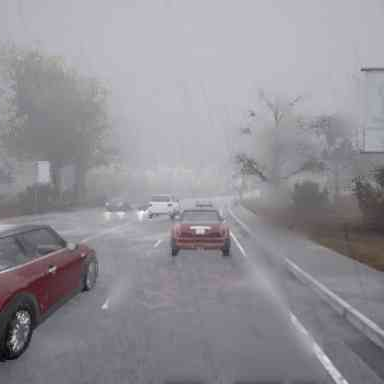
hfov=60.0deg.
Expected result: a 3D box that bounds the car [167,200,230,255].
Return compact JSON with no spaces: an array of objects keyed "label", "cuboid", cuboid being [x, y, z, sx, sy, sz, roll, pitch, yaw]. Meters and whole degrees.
[{"label":"car","cuboid":[0.350,1.363,13.491,2.097,1.767,4.553,0,0,2]}]

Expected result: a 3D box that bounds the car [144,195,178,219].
[{"label":"car","cuboid":[-2.428,1.244,29.602,2.150,2.045,5.566,0,0,3]}]

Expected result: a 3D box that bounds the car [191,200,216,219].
[{"label":"car","cuboid":[1.142,1.518,30.511,2.128,1.511,4.902,0,0,4]}]

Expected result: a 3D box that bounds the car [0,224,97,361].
[{"label":"car","cuboid":[-3.318,1.355,6.100,2.097,1.767,4.553,0,0,1]}]

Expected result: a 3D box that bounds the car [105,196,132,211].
[{"label":"car","cuboid":[-8.853,1.378,40.329,2.097,1.767,4.553,0,0,5]}]

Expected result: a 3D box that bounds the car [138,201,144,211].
[{"label":"car","cuboid":[-5.295,1.594,40.880,1.994,1.385,4.181,0,0,5]}]
